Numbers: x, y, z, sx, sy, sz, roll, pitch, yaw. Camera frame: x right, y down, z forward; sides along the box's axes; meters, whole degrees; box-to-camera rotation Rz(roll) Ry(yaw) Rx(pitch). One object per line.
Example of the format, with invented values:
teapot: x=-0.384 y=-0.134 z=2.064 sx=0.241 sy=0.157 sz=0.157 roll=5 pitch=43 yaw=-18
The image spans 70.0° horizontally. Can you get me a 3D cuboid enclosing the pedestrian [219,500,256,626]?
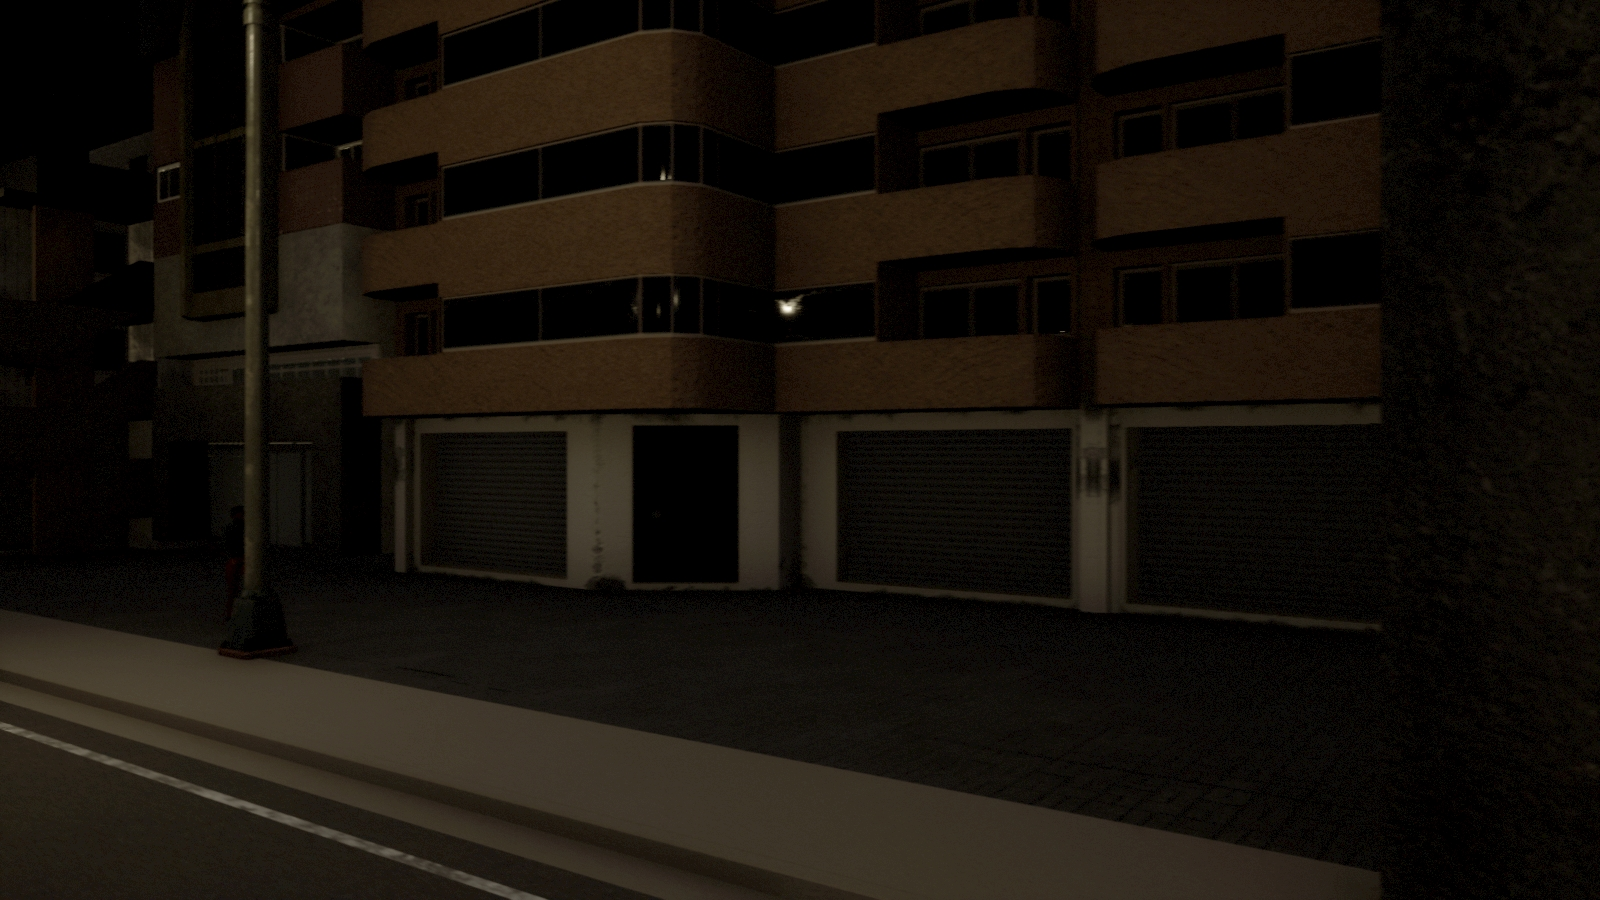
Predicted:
pedestrian: x=-8.535 y=1.702 z=17.343 sx=0.375 sy=1.860 sz=0.375 roll=0 pitch=0 yaw=36
